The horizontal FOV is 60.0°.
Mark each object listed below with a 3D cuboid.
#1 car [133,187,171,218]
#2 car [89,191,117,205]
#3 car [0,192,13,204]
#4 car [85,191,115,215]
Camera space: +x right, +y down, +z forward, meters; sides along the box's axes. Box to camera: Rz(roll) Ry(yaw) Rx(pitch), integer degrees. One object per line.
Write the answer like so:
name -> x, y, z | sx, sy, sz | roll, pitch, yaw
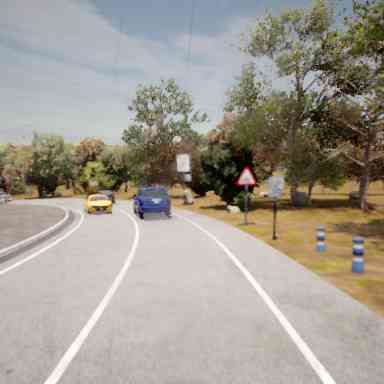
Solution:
car -> -2.995, 0.686, 24.161 | 2.150, 2.045, 5.566 | -2, 2, -15
car -> -11.081, 0.647, 41.299 | 1.837, 1.490, 4.892 | -4, 3, -33
car -> -33.959, 1.018, 58.579 | 5.566, 2.045, 2.150 | -2, 4, 33
car -> -7.808, 0.970, 27.644 | 1.882, 1.535, 5.008 | -2, 2, -22
